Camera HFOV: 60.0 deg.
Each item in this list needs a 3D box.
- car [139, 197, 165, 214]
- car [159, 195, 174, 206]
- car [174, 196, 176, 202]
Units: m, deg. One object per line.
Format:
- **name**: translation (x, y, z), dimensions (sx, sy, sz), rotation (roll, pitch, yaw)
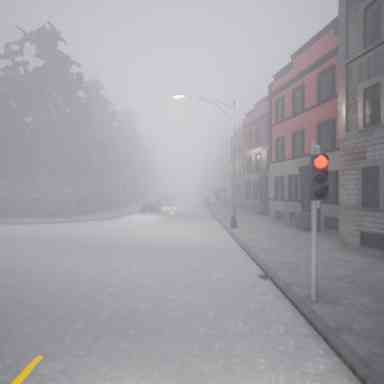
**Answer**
- **car**: translation (-4.203, 1.484, 34.118), dimensions (1.895, 1.301, 4.718), rotation (0, 0, 0)
- **car**: translation (-4.233, 1.321, 49.925), dimensions (2.128, 1.511, 4.902), rotation (0, 0, 0)
- **car**: translation (-4.217, 1.337, 68.066), dimensions (2.033, 1.411, 5.357), rotation (0, 0, 0)
